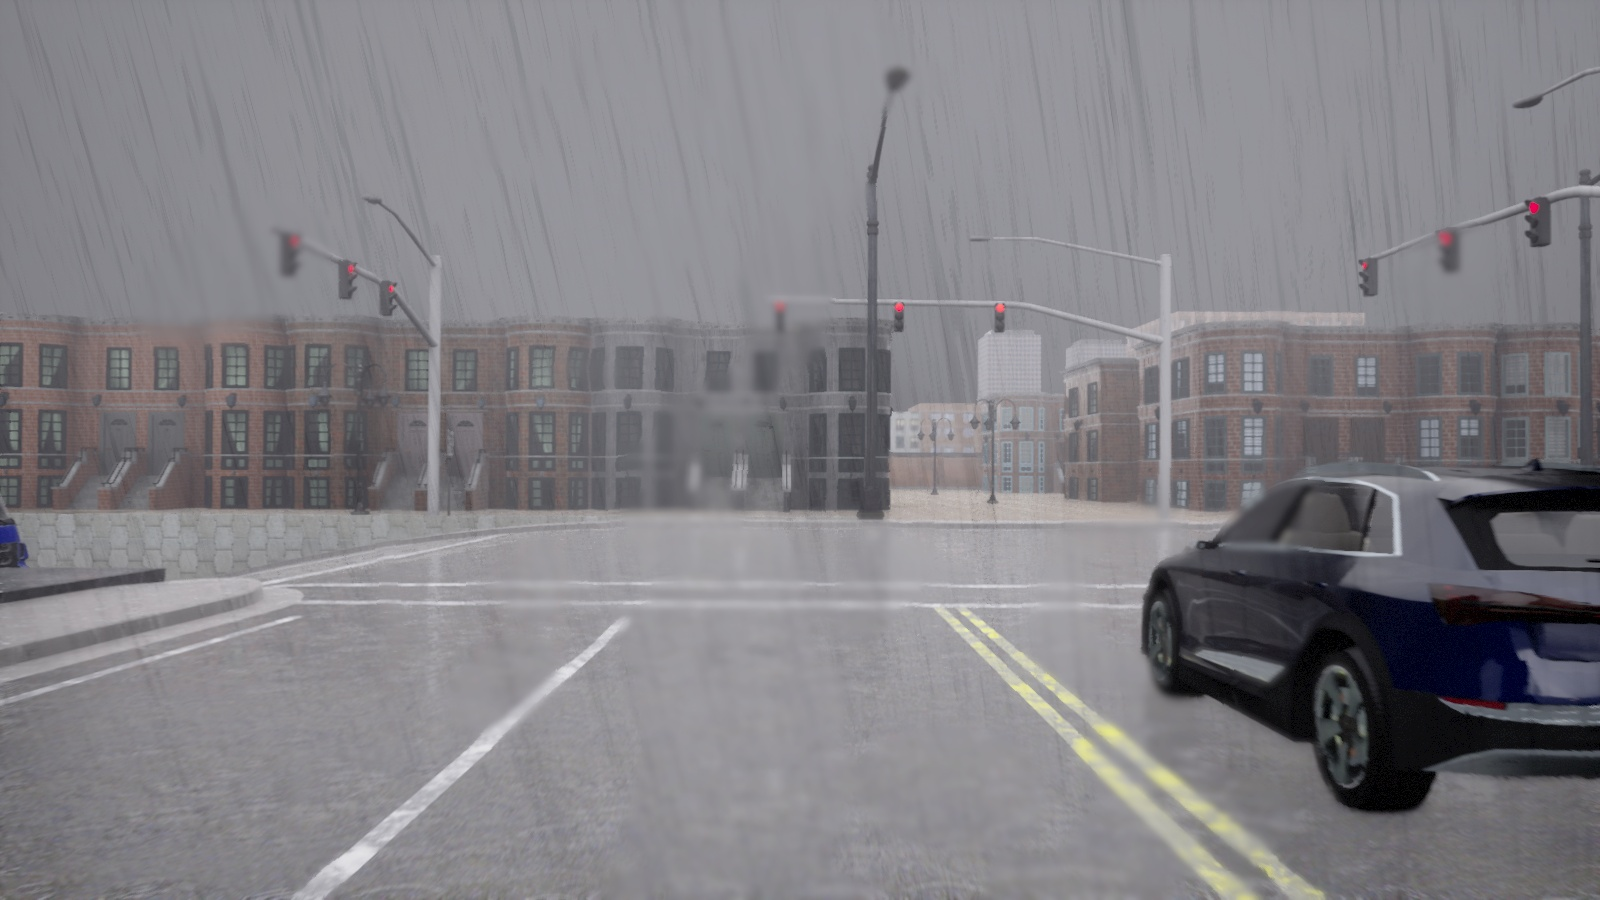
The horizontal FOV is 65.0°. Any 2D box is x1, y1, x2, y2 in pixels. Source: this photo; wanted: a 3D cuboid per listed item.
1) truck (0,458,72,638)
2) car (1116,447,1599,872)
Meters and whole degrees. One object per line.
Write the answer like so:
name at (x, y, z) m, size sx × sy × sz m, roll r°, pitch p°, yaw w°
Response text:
truck at (-19.284, 2.750, 24.463) m, size 7.936 × 3.462 × 2.891 m, roll -13°, pitch 0°, yaw -1°
car at (3.483, 0.854, 7.332) m, size 2.033 × 1.649 × 4.856 m, roll 0°, pitch -1°, yaw 0°
